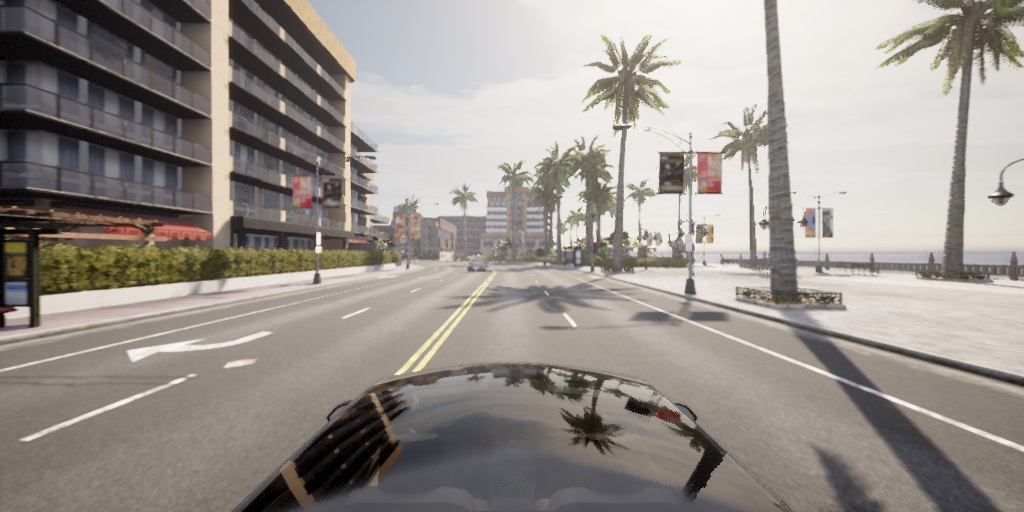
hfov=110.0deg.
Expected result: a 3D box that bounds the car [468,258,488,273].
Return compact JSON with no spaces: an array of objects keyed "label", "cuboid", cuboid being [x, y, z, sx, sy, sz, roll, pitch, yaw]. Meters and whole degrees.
[{"label":"car","cuboid":[-3.584,1.034,38.628,2.128,1.511,4.902,0,1,0]}]
